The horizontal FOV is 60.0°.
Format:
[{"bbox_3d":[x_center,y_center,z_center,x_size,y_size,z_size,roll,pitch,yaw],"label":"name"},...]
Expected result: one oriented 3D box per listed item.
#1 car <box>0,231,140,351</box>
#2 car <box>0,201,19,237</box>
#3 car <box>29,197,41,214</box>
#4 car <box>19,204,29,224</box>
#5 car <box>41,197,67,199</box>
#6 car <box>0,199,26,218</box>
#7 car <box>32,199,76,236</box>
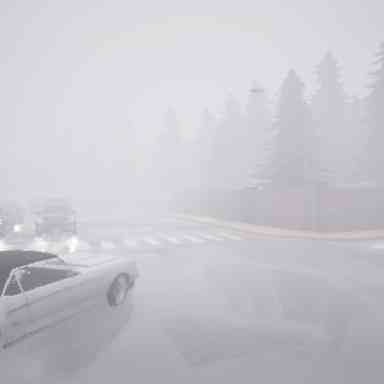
[{"bbox_3d":[-2.880,1.650,5.638,1.895,1.301,4.718,-1,0,24],"label":"car"},{"bbox_3d":[-11.411,1.549,18.780,2.097,1.767,4.553,-1,0,-21],"label":"car"},{"bbox_3d":[-16.980,1.560,38.048,2.150,2.045,5.566,0,0,-40],"label":"car"},{"bbox_3d":[-14.620,1.831,26.802,1.994,1.385,4.181,-1,0,-23],"label":"car"},{"bbox_3d":[-11.633,1.461,28.776,2.150,2.045,5.566,-1,0,-24],"label":"car"},{"bbox_3d":[-19.553,1.712,35.597,2.097,1.767,4.553,0,0,-41],"label":"car"},{"bbox_3d":[-8.088,1.515,19.891,2.097,1.767,4.553,-1,0,-21],"label":"car"}]
